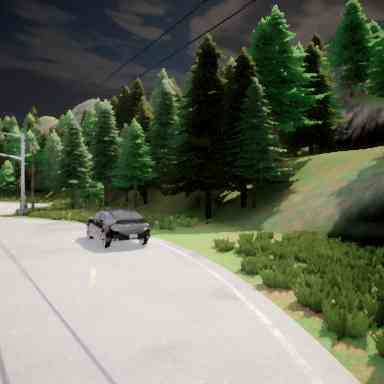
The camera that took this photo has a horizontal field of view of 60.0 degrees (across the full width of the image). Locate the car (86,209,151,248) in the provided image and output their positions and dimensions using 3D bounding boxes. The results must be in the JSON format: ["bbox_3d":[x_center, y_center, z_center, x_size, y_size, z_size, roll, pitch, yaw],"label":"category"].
[{"bbox_3d":[-3.426,1.494,14.928,2.128,1.511,4.902,0,0,-29],"label":"car"}]
